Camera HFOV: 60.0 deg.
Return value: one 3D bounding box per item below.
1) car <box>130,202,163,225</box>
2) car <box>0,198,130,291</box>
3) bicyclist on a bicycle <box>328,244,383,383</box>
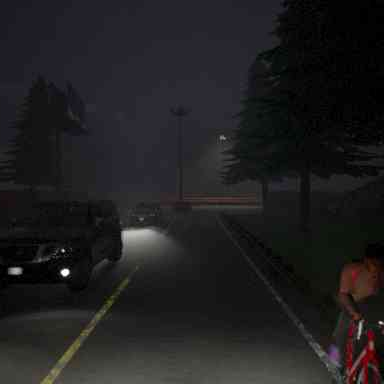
[{"bbox_3d":[-3.212,1.491,23.944,2.128,1.511,4.902,0,0,1],"label":"car"},{"bbox_3d":[-3.484,1.221,9.398,2.150,2.045,5.566,0,0,1],"label":"car"},{"bbox_3d":[1.592,1.305,3.166,0.582,1.620,1.656,8,-1,10],"label":"bicyclist on a bicycle"}]
